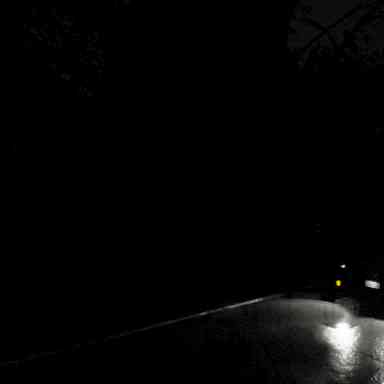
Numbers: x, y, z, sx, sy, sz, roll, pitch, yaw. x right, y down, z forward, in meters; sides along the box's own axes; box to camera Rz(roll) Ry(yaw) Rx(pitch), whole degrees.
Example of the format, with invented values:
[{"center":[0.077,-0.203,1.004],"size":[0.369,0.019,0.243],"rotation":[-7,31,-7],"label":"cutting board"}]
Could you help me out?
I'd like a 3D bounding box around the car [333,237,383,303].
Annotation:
[{"center":[5.110,1.641,7.538],"size":[4.181,1.385,1.994],"rotation":[2,-1,-35],"label":"car"}]
